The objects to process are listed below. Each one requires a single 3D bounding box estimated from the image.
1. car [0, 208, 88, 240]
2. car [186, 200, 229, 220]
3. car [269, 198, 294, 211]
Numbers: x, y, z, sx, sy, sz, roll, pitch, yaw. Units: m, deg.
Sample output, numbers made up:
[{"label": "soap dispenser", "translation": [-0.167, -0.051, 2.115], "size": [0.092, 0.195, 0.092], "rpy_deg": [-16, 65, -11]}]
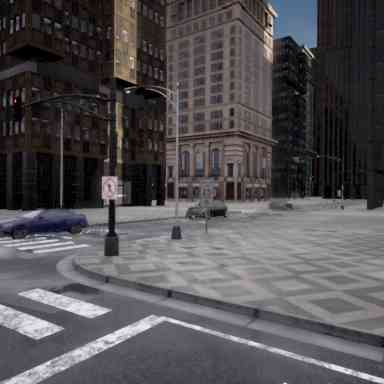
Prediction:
[{"label": "car", "translation": [-7.737, 1.568, 17.369], "size": [1.812, 1.442, 4.674], "rpy_deg": [1, 0, 41]}, {"label": "car", "translation": [1.429, 1.498, 29.811], "size": [2.097, 1.767, 4.553], "rpy_deg": [1, 0, 36]}, {"label": "car", "translation": [12.028, 1.597, 44.746], "size": [2.097, 1.767, 4.553], "rpy_deg": [1, 0, 36]}]
